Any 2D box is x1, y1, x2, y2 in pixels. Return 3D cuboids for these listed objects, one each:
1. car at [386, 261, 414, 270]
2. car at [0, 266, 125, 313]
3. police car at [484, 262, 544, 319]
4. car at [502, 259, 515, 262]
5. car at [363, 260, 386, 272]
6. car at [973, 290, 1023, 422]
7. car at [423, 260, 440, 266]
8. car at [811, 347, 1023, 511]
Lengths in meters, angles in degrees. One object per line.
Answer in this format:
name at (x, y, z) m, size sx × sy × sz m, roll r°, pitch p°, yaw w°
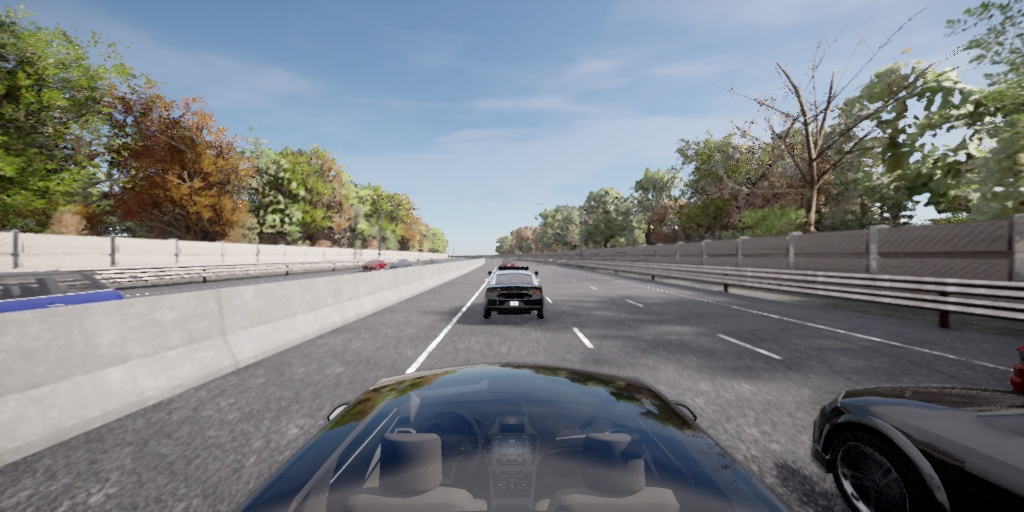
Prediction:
car at (-14.707, 1.312, 48.311) m, size 2.033 × 1.411 × 5.357 m, roll 0°, pitch 0°, yaw -1°
car at (-10.619, 1.106, 6.999) m, size 2.097 × 1.767 × 4.553 m, roll 0°, pitch 0°, yaw 0°
police car at (0.051, 1.179, 13.017) m, size 1.930 × 1.638 × 5.238 m, roll 0°, pitch 0°, yaw 0°
car at (-0.405, 1.117, 43.071) m, size 2.097 × 1.767 × 4.553 m, roll 0°, pitch 0°, yaw -1°
car at (-18.199, 1.241, 47.828) m, size 1.882 × 1.535 × 5.008 m, roll 0°, pitch 0°, yaw -1°
car at (7.092, 1.226, 2.278) m, size 1.882 × 1.535 × 5.008 m, roll 0°, pitch 0°, yaw 0°
car at (-11.265, 1.273, 50.535) m, size 1.837 × 1.490 × 4.892 m, roll 0°, pitch -1°, yaw -1°
car at (3.591, 1.313, 1.365) m, size 1.994 × 1.385 × 4.181 m, roll 0°, pitch 0°, yaw 0°
